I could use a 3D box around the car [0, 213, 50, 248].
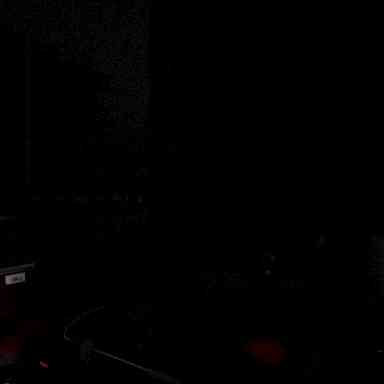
[{"bbox_3d":[-4.455,1.315,6.127,5.009,1.841,2.192,0,0,35],"label":"car"}]

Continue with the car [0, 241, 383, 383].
[{"bbox_3d":[-0.023,1.440,2.976,4.097,1.590,1.967,0,0,35],"label":"car"}]
